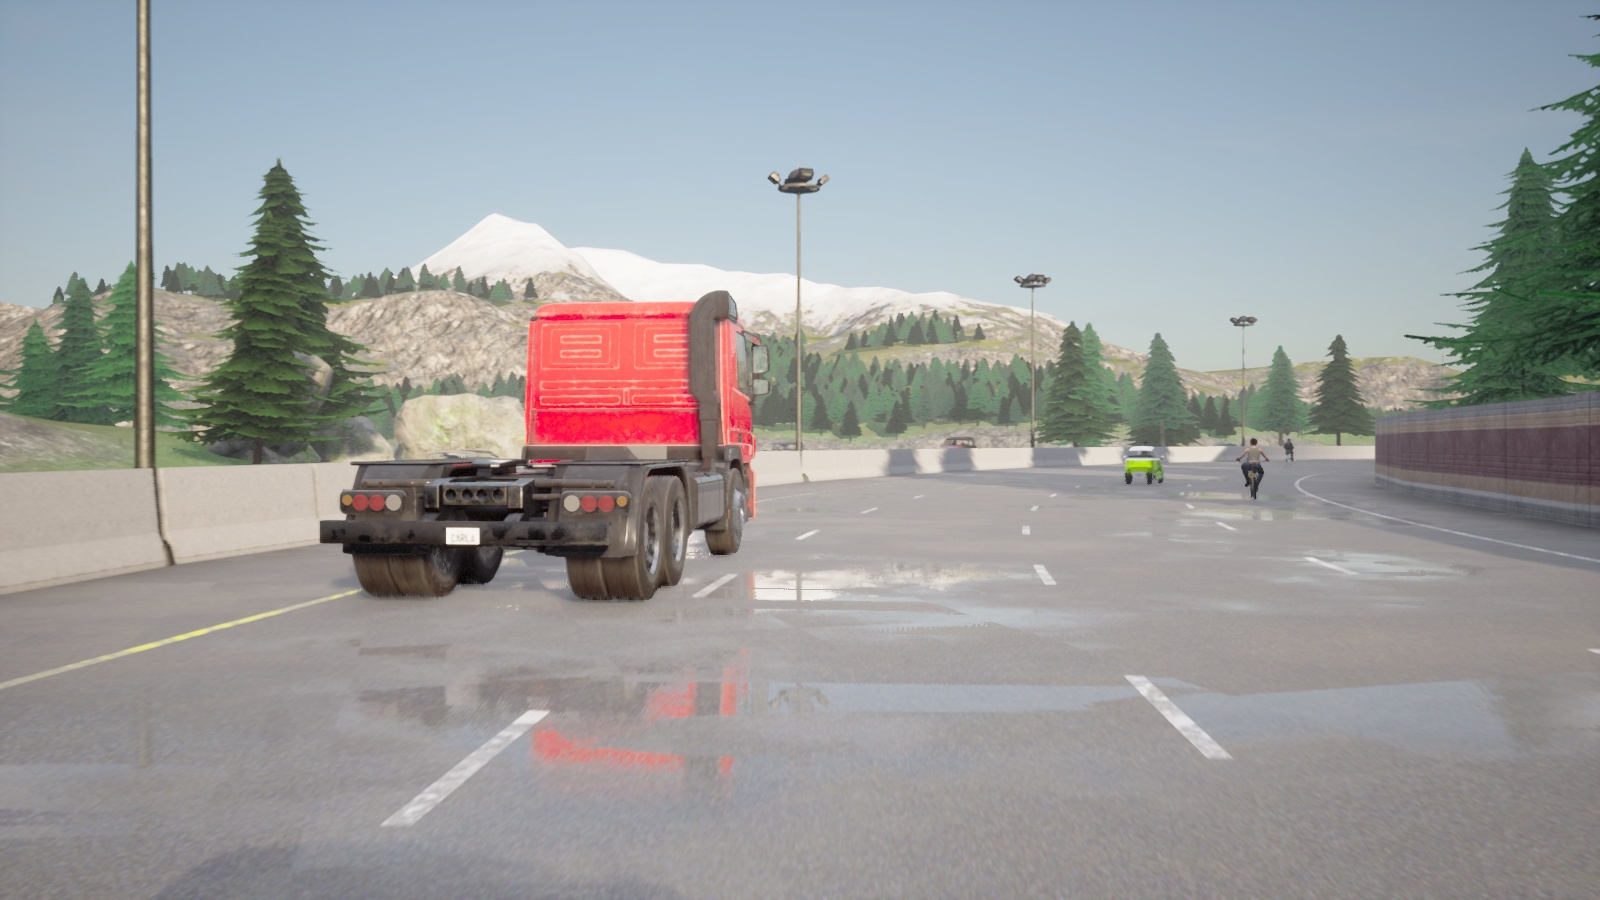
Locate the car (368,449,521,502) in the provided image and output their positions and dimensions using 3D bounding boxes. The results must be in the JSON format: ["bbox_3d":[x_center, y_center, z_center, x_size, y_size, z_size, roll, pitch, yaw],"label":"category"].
[{"bbox_3d":[-9.542,0.643,34.132,1.895,1.301,4.718,0,0,14],"label":"car"}]

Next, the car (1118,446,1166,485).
[{"bbox_3d":[12.517,0.557,45.872,1.481,1.376,2.207,0,1,21],"label":"car"}]

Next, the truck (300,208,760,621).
[{"bbox_3d":[-2.455,-0.321,14.651,2.891,3.462,7.936,0,0,6],"label":"truck"}]

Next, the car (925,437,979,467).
[{"bbox_3d":[9.578,0.109,78.810,1.905,1.878,3.866,0,0,32],"label":"car"}]

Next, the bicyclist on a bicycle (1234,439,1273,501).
[{"bbox_3d":[12.061,0.508,33.430,0.866,1.612,1.509,0,0,16],"label":"bicyclist on a bicycle"}]

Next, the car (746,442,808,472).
[{"bbox_3d":[-1.168,0.347,66.862,1.789,1.549,3.705,0,0,26],"label":"car"}]
